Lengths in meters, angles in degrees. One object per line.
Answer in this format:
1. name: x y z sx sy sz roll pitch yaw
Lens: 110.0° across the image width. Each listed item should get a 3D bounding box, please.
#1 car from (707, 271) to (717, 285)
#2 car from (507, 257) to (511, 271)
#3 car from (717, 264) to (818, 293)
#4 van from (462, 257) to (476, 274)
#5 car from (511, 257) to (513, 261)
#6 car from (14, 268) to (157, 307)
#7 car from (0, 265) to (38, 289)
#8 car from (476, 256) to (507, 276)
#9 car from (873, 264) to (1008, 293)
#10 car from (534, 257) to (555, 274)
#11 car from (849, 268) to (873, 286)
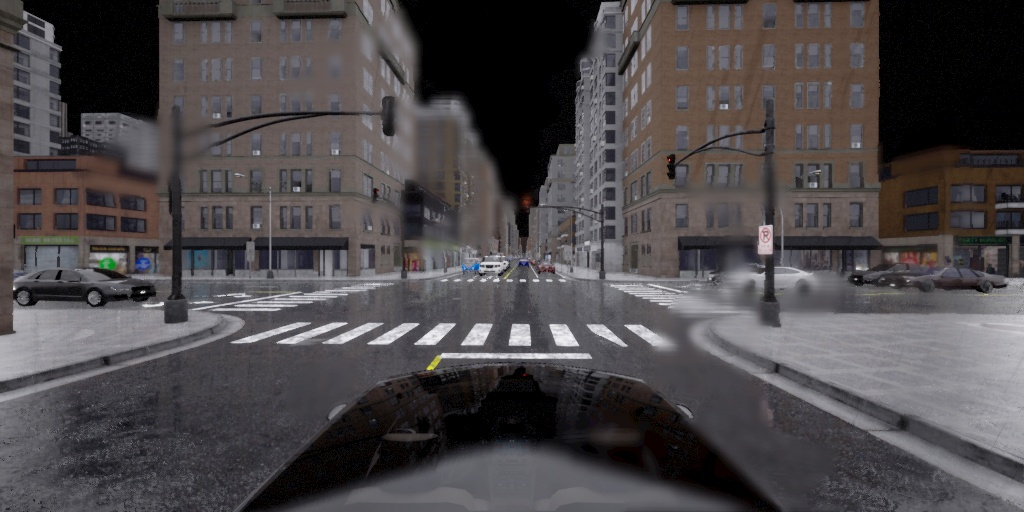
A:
1. car: 15.667 1.257 23.836 4.902 1.511 2.128 0 0 2
2. car: -1.697 0.998 47.414 2.150 2.045 5.566 0 0 2
3. car: 14.787 1.291 20.610 4.674 1.442 1.812 0 0 3
4. van: -4.671 1.111 41.228 1.690 1.789 3.998 0 0 2
5. car: -1.325 1.140 57.643 2.097 1.767 4.553 0 0 2
6. car: -17.631 1.239 14.858 4.892 1.490 1.837 0 0 2
7. car: -33.047 1.278 22.016 5.357 1.411 2.033 0 0 2
8. car: -2.057 0.987 37.051 2.150 2.045 5.566 0 0 2
9. car: 24.380 1.325 20.328 5.357 1.411 2.033 0 0 2
10. car: 3.850 1.210 40.936 1.967 1.591 4.097 0 0 2
11. car: 25.083 1.283 23.559 4.892 1.490 1.837 0 0 2
